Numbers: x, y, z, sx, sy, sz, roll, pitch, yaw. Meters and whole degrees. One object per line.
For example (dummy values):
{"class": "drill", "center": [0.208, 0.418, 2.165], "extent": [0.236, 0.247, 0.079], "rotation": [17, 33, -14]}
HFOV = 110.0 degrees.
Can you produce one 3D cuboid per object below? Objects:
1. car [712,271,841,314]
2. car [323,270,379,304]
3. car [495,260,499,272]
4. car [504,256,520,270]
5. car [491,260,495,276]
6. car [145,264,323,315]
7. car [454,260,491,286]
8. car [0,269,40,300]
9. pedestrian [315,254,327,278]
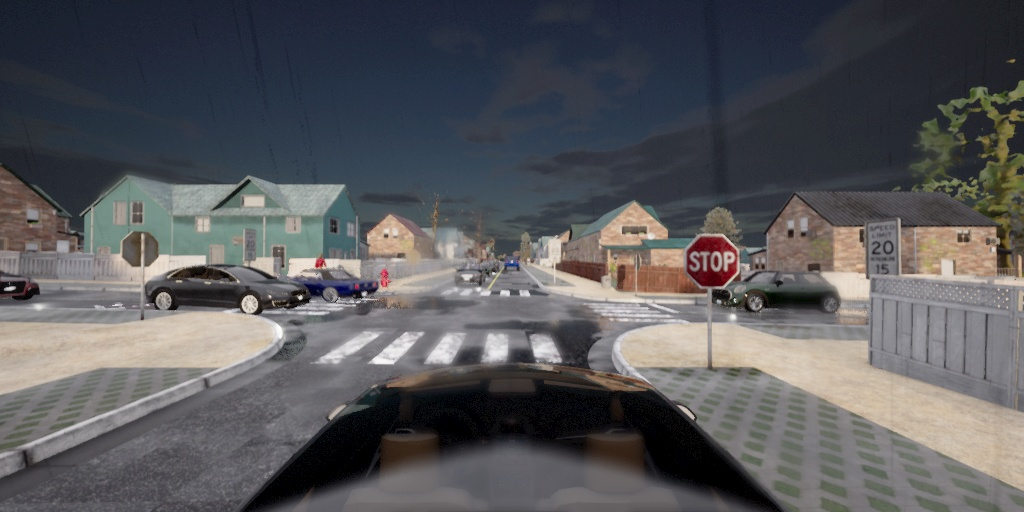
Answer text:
{"class": "car", "center": [10.976, 1.395, 15.162], "extent": [4.553, 1.767, 2.097], "rotation": [1, -1, -1]}
{"class": "car", "center": [-8.220, 1.211, 15.071], "extent": [4.718, 1.301, 1.895], "rotation": [1, -1, 11]}
{"class": "car", "center": [-2.945, 1.279, 45.098], "extent": [1.837, 1.490, 4.892], "rotation": [0, 0, 0]}
{"class": "car", "center": [-0.023, 1.013, 53.438], "extent": [2.150, 2.045, 5.566], "rotation": [0, 0, 0]}
{"class": "car", "center": [-2.922, 1.358, 34.977], "extent": [1.895, 1.301, 4.718], "rotation": [0, 0, 0]}
{"class": "car", "center": [-9.193, 1.044, 11.746], "extent": [4.892, 1.490, 1.837], "rotation": [1, -1, 6]}
{"class": "car", "center": [-2.903, 1.239, 25.669], "extent": [2.128, 1.511, 4.902], "rotation": [0, 0, 0]}
{"class": "car", "center": [-19.049, 0.889, 12.170], "extent": [4.181, 1.385, 1.994], "rotation": [1, -1, -1]}
{"class": "pedestrian", "center": [-9.667, 0.764, 18.062], "extent": [0.375, 1.860, 0.375], "rotation": [0, -2, 0]}
